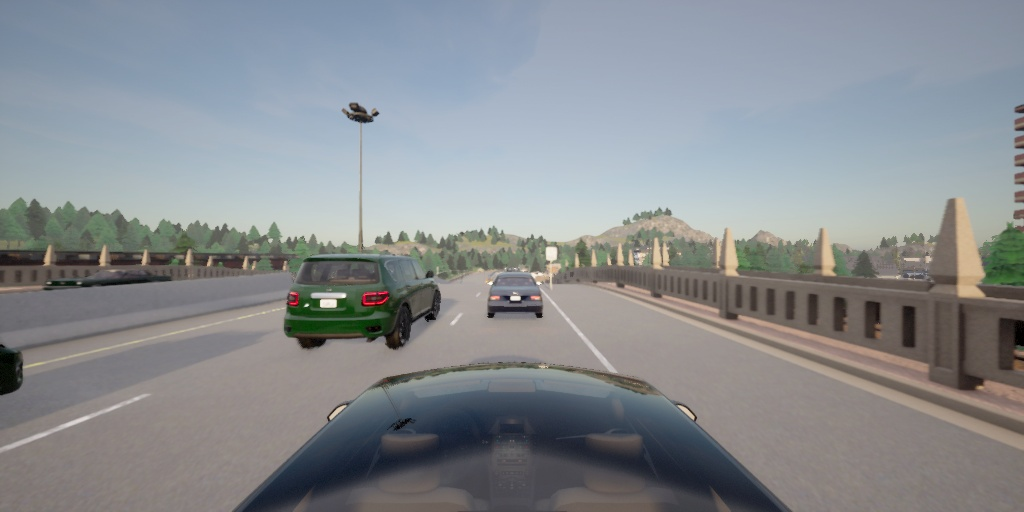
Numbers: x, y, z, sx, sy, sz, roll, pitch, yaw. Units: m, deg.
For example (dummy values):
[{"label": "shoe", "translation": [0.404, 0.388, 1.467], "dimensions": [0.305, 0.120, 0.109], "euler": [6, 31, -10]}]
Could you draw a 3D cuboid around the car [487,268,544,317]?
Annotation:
[{"label": "car", "translation": [0.099, 1.296, 13.126], "dimensions": [2.033, 1.411, 5.357], "euler": [0, 0, 0]}]

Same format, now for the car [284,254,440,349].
[{"label": "car", "translation": [-3.401, 0.971, 9.322], "dimensions": [2.150, 2.045, 5.566], "euler": [0, 0, 0]}]

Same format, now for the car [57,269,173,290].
[{"label": "car", "translation": [-21.055, 1.366, 19.003], "dimensions": [1.895, 1.301, 4.718], "euler": [0, -1, 0]}]

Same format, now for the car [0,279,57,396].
[{"label": "car", "translation": [-6.901, 0.972, 1.783], "dimensions": [2.150, 2.045, 5.566], "euler": [0, 0, 0]}]

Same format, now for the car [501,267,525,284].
[{"label": "car", "translation": [0.096, 1.962, 35.120], "dimensions": [2.128, 1.511, 4.902], "euler": [0, -5, 0]}]
